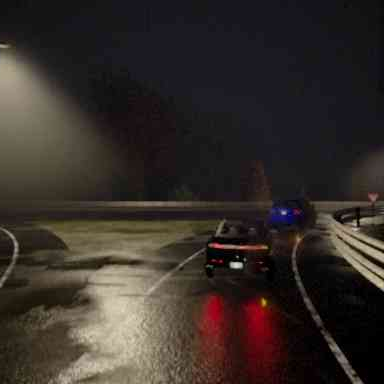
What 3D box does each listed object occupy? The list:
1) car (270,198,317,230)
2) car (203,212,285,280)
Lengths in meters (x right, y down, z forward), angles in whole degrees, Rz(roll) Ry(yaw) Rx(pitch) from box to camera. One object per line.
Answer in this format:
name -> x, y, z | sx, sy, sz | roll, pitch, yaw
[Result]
car -> 7.070, 1.439, 22.989 | 2.150, 2.045, 5.566 | 0, -1, 31
car -> 1.601, 1.579, 10.325 | 2.128, 1.511, 4.902 | 0, -1, 13
